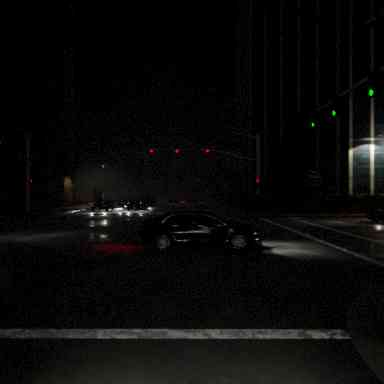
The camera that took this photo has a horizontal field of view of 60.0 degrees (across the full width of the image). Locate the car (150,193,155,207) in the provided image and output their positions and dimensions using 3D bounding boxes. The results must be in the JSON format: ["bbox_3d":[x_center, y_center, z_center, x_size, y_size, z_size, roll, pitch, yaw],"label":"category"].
[{"bbox_3d":[-7.136,1.220,52.900,2.150,2.045,5.566,0,0,0],"label":"car"}]

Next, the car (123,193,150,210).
[{"bbox_3d":[-7.139,1.351,43.399,2.097,1.767,4.553,0,0,0],"label":"car"}]

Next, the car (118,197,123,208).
[{"bbox_3d":[-10.639,1.490,49.159,2.128,1.511,4.902,0,0,0],"label":"car"}]

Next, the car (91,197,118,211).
[{"bbox_3d":[-10.617,1.525,39.890,1.812,1.442,4.674,0,0,0],"label":"car"}]

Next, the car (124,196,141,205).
[{"bbox_3d":[-10.608,1.490,59.342,2.128,1.511,4.902,0,0,0],"label":"car"}]

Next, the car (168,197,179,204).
[{"bbox_3d":[-3.562,1.599,65.523,1.895,1.301,4.718,0,0,0],"label":"car"}]

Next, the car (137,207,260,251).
[{"bbox_3d":[0.283,1.504,13.460,4.892,1.490,1.837,0,0,-1],"label":"car"}]

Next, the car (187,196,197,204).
[{"bbox_3d":[-0.062,1.524,64.957,1.812,1.442,4.674,0,0,0],"label":"car"}]

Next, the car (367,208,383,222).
[{"bbox_3d":[15.460,1.477,24.329,5.008,1.535,1.882,0,0,-1],"label":"car"}]
